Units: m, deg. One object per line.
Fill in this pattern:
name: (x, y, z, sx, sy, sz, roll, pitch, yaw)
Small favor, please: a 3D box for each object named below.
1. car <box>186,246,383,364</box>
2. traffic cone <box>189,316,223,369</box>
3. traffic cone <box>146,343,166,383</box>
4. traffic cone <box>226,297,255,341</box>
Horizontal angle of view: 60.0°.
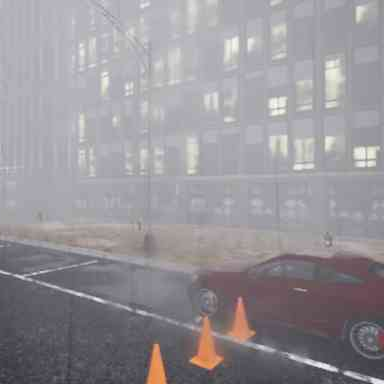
car: (1.851, 1.596, 5.680, 4.206, 1.307, 1.802, 0, 0, 36)
traffic cone: (0.189, 1.962, 4.452, 0.340, 0.580, 0.340, 0, 0, 36)
traffic cone: (-0.394, 1.960, 3.639, 0.340, 0.580, 0.340, 0, 0, 36)
traffic cone: (0.764, 1.957, 5.264, 0.340, 0.580, 0.340, 1, 3, 37)
